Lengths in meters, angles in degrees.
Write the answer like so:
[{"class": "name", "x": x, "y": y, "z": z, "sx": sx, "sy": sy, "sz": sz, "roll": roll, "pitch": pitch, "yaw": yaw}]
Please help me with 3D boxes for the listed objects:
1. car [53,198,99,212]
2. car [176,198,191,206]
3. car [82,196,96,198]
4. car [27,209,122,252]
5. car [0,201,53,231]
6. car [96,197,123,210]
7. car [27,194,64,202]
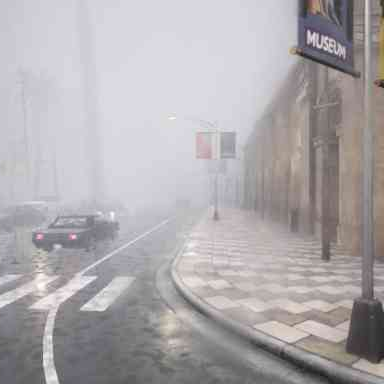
[{"class": "car", "x": -10.453, "y": 1.526, "z": 30.244, "sx": 1.812, "sy": 1.442, "sz": 4.674, "roll": 0, "pitch": 0, "yaw": 5}, {"class": "car", "x": -1.294, "y": 1.604, "z": 54.419, "sx": 1.895, "sy": 1.301, "sz": 4.718, "roll": 0, "pitch": 0, "yaw": 8}, {"class": "car", "x": -13.043, "y": 1.352, "z": 41.548, "sx": 2.097, "sy": 1.767, "sz": 4.553, "roll": 0, "pitch": 0, "yaw": 5}, {"class": "car", "x": -4.531, "y": 1.601, "z": 13.841, "sx": 1.895, "sy": 1.301, "sz": 4.718, "roll": 0, "pitch": 0, "yaw": 4}, {"class": "car", "x": -11.156, "y": 1.547, "z": 20.842, "sx": 2.033, "sy": 1.411, "sz": 5.357, "roll": 0, "pitch": 0, "yaw": 4}, {"class": "car", "x": -9.649, "y": 1.526, "z": 40.100, "sx": 1.812, "sy": 1.442, "sz": 4.674, "roll": 0, "pitch": 0, "yaw": 5}, {"class": "car", "x": -13.888, "y": 1.221, "z": 31.258, "sx": 2.150, "sy": 2.045, "sz": 5.566, "roll": 0, "pitch": 0, "yaw": 5}]
